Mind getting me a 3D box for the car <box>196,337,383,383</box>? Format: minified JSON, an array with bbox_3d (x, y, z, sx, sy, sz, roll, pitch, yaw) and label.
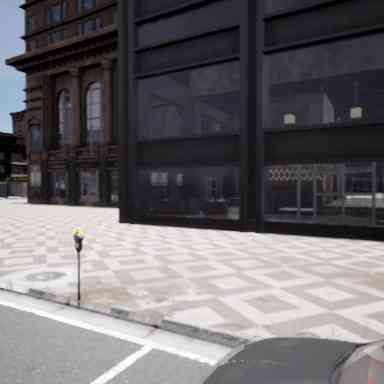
[{"bbox_3d":[1.985,1.510,1.735,4.403,1.369,2.008,0,1,29],"label":"car"}]
